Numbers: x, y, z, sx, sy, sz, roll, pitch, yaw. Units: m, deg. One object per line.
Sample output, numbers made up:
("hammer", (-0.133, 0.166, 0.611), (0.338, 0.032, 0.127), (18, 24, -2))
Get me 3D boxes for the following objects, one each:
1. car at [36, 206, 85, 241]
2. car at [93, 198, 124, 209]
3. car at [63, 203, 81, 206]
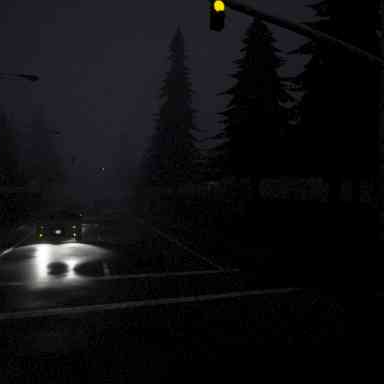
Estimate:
("car", (-6.671, 1.639, 17.012), (1.994, 1.385, 4.181), (1, 0, -17))
("car", (-12.311, 1.653, 49.056), (4.902, 1.511, 2.128), (1, 0, 23))
("car", (-9.726, 1.629, 26.928), (2.033, 1.411, 5.357), (1, 0, -17))
